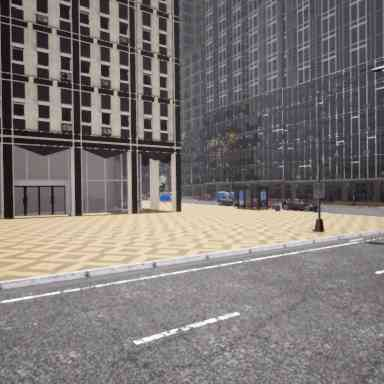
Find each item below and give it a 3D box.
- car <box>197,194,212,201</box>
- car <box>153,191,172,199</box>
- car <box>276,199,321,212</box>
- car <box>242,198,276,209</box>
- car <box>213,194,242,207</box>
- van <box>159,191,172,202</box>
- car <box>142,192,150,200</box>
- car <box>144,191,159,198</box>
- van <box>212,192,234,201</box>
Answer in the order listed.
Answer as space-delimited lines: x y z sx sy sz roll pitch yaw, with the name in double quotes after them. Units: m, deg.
2.664 1.042 64.027 1.802 1.307 4.206 -1 1 -34 "car"
-6.942 0.614 78.112 2.192 1.841 5.009 0 1 -34 "car"
11.641 1.423 35.756 1.947 1.339 4.313 -1 1 -34 "car"
8.454 1.387 40.463 1.802 1.307 4.206 -1 1 -34 "car"
5.300 1.319 45.192 1.947 1.339 4.313 -1 1 -34 "car"
-4.260 0.936 59.305 1.690 1.788 3.998 0 1 -34 "van"
-10.664 1.039 68.700 2.008 1.369 4.403 0 1 -34 "car"
-10.144 0.685 82.809 1.967 1.590 4.097 0 1 -34 "car"
5.865 0.854 59.328 1.690 1.788 3.998 -1 1 -34 "van"
